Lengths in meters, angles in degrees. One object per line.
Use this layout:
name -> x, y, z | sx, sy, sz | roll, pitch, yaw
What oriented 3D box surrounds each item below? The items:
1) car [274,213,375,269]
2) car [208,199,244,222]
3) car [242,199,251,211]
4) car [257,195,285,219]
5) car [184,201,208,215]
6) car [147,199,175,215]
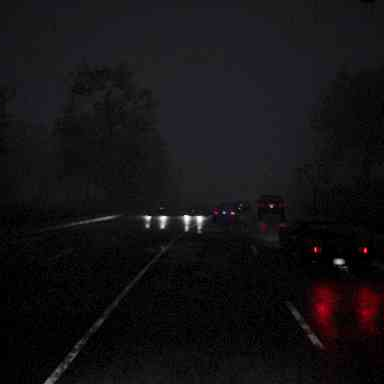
car -> 4.219, 1.619, 11.315 | 1.895, 1.301, 4.718 | 0, 0, 5
car -> 2.799, 1.571, 26.554 | 2.033, 1.411, 5.357 | 0, 0, 10
car -> 6.466, 1.605, 42.450 | 1.994, 1.385, 4.181 | 0, 0, 15
car -> 6.940, 1.261, 29.435 | 2.150, 2.045, 5.566 | 0, 0, 12
car -> 0.517, 1.621, 33.611 | 1.994, 1.385, 4.181 | 0, 0, 13
car -> -3.056, 1.517, 33.643 | 1.837, 1.490, 4.892 | 0, 0, 12
